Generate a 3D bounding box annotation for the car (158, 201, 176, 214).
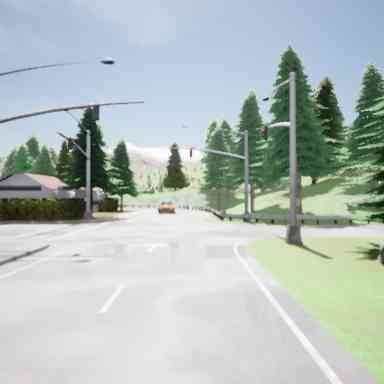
[{"bbox_3d":[-3.280,1.944,43.969,2.097,1.767,4.553,0,-1,0],"label":"car"}]
